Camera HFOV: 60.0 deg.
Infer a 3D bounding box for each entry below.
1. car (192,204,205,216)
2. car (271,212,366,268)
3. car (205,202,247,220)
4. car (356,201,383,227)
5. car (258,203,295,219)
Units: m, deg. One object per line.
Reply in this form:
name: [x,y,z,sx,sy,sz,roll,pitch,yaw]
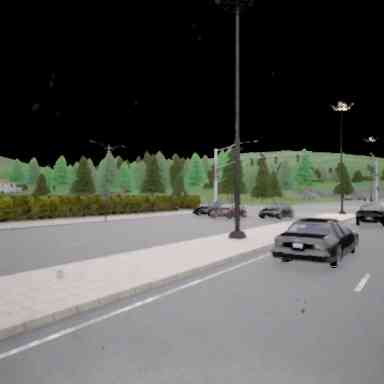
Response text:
car: [2.184,1.780,34.883,2.033,1.411,5.357,0,0,35]
car: [4.540,1.635,11.805,2.033,1.411,5.357,0,0,35]
car: [3.439,1.733,30.587,1.812,1.442,4.674,0,-1,35]
car: [13.577,1.668,24.883,1.882,1.535,5.008,0,-1,35]
car: [7.973,1.766,30.944,2.033,1.411,5.357,0,0,35]
